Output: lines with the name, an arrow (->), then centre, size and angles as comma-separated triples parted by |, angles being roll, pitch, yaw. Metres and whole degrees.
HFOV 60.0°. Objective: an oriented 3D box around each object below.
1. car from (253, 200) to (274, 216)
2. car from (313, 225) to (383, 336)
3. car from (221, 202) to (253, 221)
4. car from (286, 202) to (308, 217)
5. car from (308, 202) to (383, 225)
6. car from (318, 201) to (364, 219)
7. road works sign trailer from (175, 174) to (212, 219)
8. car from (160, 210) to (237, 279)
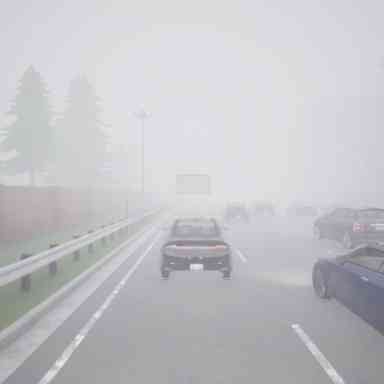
car -> 7.109, 1.628, 34.178 | 1.837, 1.490, 4.892 | 0, -1, 0
car -> 3.600, 1.546, 5.521 | 1.812, 1.442, 4.674 | 0, 0, 0
car -> 3.609, 1.611, 28.155 | 1.837, 1.490, 4.892 | 0, 0, 0
car -> 10.604, 1.646, 32.175 | 1.812, 1.442, 4.674 | 0, 0, 0
car -> 7.104, 1.407, 14.686 | 2.097, 1.767, 4.553 | 0, 0, 0
car -> 14.111, 1.666, 31.913 | 2.033, 1.411, 5.357 | 0, 0, 0
road works sign trailer -> 0.064, 0.549, 22.719 | 2.380, 3.560, 2.880 | 0, 0, 0
car -> 0.103, 1.531, 10.167 | 2.128, 1.511, 4.902 | 0, 0, 0
